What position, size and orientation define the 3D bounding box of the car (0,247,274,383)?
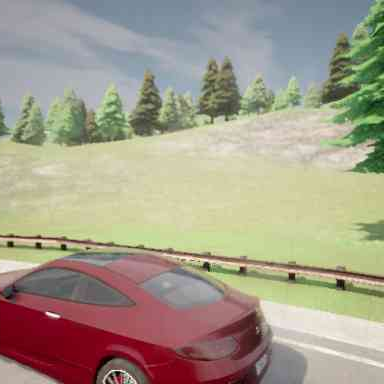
[{"bbox_3d":[-1.291,1.501,4.460,4.674,1.442,1.812,0,0,30],"label":"car"}]
